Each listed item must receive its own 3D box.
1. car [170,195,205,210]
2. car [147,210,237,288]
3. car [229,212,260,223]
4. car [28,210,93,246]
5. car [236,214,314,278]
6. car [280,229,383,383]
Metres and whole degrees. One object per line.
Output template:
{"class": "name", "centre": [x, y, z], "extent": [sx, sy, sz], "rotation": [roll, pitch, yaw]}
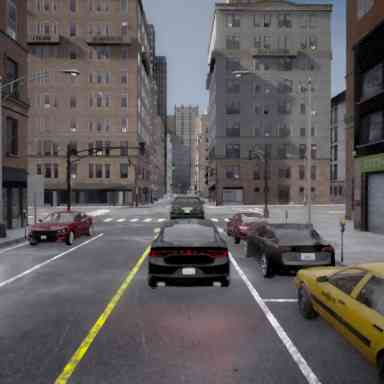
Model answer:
{"class": "car", "centre": [-0.305, 1.228, 22.471], "extent": [2.150, 2.045, 5.566], "rotation": [0, 0, -1]}
{"class": "car", "centre": [-0.086, 1.480, 9.309], "extent": [1.882, 1.535, 5.008], "rotation": [0, 0, -1]}
{"class": "car", "centre": [2.632, 1.585, 15.548], "extent": [1.802, 1.307, 4.206], "rotation": [-1, 0, -1]}
{"class": "car", "centre": [-5.912, 1.548, 15.411], "extent": [1.887, 1.381, 4.507], "rotation": [-1, 0, -1]}
{"class": "car", "centre": [2.720, 1.568, 9.962], "extent": [1.947, 1.339, 4.313], "rotation": [-1, 0, -1]}
{"class": "car", "centre": [2.804, 1.527, 4.547], "extent": [1.752, 1.417, 4.829], "rotation": [-1, 0, -1]}
